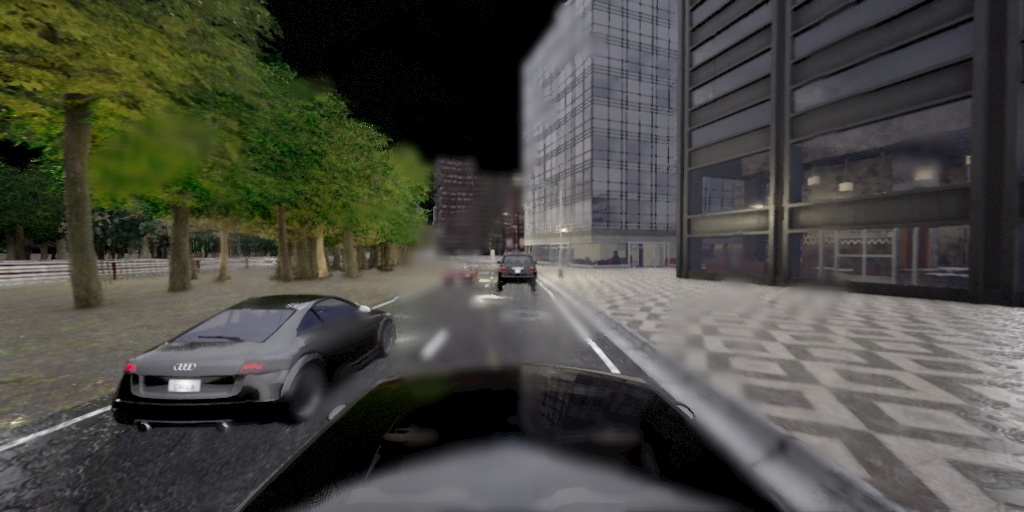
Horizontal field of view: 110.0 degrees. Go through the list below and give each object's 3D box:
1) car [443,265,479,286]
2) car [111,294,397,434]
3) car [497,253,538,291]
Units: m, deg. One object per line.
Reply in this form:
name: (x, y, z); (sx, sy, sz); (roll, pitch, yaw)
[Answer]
car: (-3.233, 1.215, 23.628); (1.895, 1.301, 4.718); (0, 0, -1)
car: (-3.347, 1.286, 5.690); (1.994, 1.385, 4.181); (0, 0, 1)
car: (0.284, 0.854, 21.060); (2.150, 2.045, 5.566); (0, 0, 0)
